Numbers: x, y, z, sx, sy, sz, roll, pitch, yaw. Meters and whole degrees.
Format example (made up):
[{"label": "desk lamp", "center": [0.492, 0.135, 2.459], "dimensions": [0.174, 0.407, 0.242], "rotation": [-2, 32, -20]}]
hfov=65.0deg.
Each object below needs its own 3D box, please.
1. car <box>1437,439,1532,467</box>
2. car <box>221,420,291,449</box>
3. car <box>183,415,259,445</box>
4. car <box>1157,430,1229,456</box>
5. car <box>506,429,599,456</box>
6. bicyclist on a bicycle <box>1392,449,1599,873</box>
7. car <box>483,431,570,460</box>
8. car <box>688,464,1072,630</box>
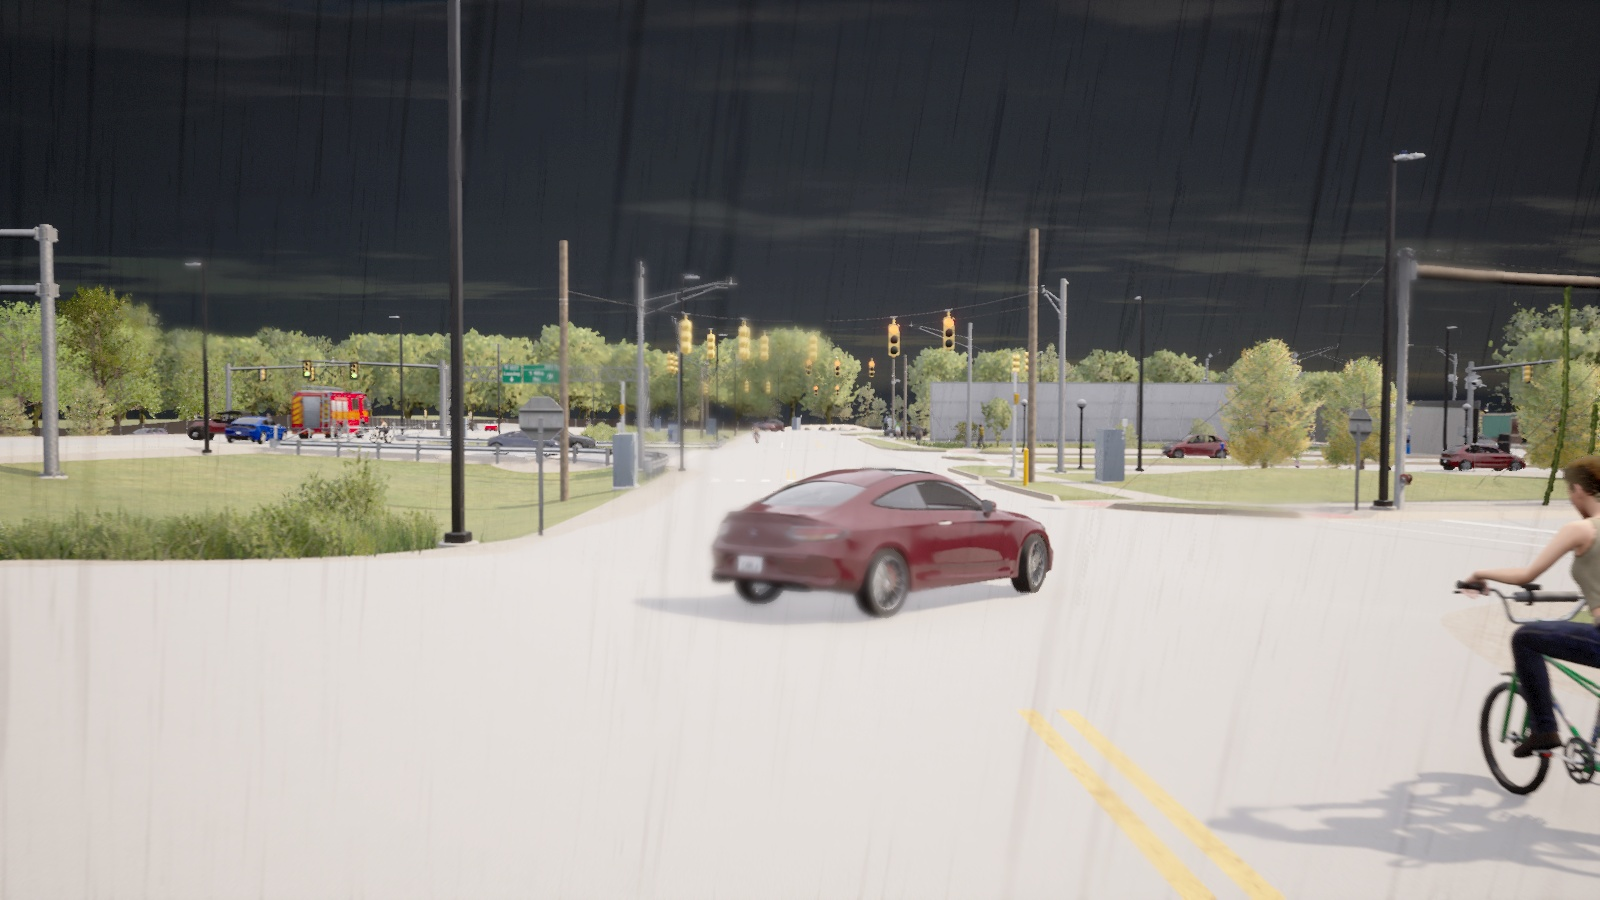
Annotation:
[{"label": "car", "center": [37.095, 0.142, 68.113], "dimensions": [4.193, 1.474, 1.816], "rotation": [0, 2, -1]}, {"label": "car", "center": [-30.786, -0.911, 71.223], "dimensions": [1.882, 1.535, 5.008], "rotation": [2, 1, -1]}, {"label": "car", "center": [-36.063, -1.243, 78.323], "dimensions": [3.866, 1.878, 1.905], "rotation": [0, 1, -2]}, {"label": "car", "center": [25.039, -0.470, 80.023], "dimensions": [3.988, 1.617, 1.851], "rotation": [0, 2, -1]}, {"label": "car", "center": [-13.946, -0.441, 70.985], "dimensions": [4.892, 1.490, 1.837], "rotation": [0, 1, -3]}, {"label": "bicyclist on a bicycle", "center": [3.423, 0.804, 5.541], "dimensions": [0.866, 1.612, 1.509], "rotation": [0, 0, -2]}, {"label": "car", "center": [-14.641, -0.267, 67.383], "dimensions": [4.181, 1.385, 1.994], "rotation": [2, 1, 1]}, {"label": "car", "center": [1.066, 0.919, 13.878], "dimensions": [1.812, 1.442, 4.674], "rotation": [0, 0, 40]}]
